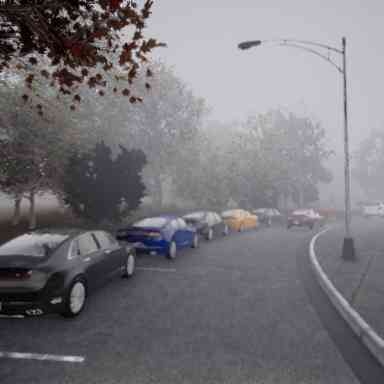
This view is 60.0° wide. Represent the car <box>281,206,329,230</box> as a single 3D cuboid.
[{"bbox_3d":[8.502,1.981,24.819,1.812,1.442,4.674,-2,-3,34],"label":"car"}]

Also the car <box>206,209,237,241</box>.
[{"bbox_3d":[0.638,1.795,18.672,2.231,1.521,4.892,-1,-2,22],"label":"car"}]

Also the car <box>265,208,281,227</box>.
[{"bbox_3d":[6.430,2.119,28.387,2.231,1.521,4.892,-3,-3,38],"label":"car"}]

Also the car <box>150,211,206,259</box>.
[{"bbox_3d":[-1.161,1.653,13.287,2.097,1.535,5.008,-1,-2,16],"label":"car"}]

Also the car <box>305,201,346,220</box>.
[{"bbox_3d":[14.419,2.072,36.567,5.566,2.045,2.435,1,-3,-40],"label":"car"}]

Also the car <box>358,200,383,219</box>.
[{"bbox_3d":[21.395,1.945,37.240,5.566,2.045,2.150,1,-3,-35],"label":"car"}]

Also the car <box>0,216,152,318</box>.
[{"bbox_3d":[-2.774,1.546,7.654,2.231,1.521,4.892,0,0,9],"label":"car"}]

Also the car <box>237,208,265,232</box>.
[{"bbox_3d":[3.206,1.969,23.640,2.097,1.535,5.008,-2,-2,30],"label":"car"}]
